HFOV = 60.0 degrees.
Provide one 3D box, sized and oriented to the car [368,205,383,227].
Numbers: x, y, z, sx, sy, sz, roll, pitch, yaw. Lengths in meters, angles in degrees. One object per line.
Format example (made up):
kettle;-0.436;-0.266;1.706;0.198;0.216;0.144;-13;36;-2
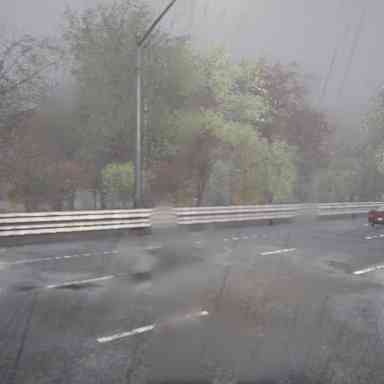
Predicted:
car;13.650;1.527;22.023;5.008;1.535;1.882;0;0;-35
